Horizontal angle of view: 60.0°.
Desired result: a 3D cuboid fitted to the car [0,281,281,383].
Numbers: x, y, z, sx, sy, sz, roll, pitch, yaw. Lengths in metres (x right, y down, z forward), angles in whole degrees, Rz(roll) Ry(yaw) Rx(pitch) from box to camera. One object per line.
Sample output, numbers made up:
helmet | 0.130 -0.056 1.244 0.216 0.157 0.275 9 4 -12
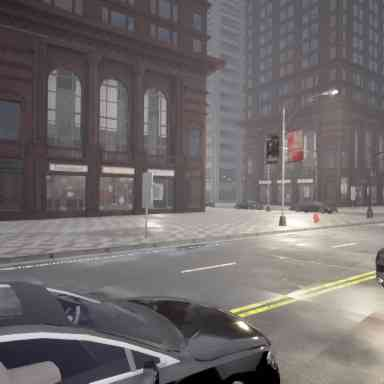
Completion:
car | -1.396 1.492 2.444 4.902 1.511 2.128 0 0 -36

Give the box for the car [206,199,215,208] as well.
car | 1.679 1.749 53.774 1.882 1.535 5.008 1 -1 -35

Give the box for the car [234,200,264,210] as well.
car | 7.709 1.787 45.283 1.994 1.385 4.181 1 -1 -35

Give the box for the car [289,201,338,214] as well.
car | 13.467 1.725 37.182 2.033 1.411 5.357 1 -1 -35

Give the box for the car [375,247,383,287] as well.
car | 6.218 1.516 7.868 4.892 1.490 1.837 0 0 -35
